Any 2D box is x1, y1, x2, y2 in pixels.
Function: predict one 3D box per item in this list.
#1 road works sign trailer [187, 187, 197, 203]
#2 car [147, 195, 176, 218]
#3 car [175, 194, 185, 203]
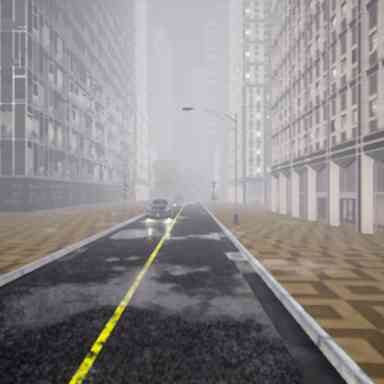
[{"bbox_3d":[-0.021,0.645,74.735,2.380,3.560,2.880,0,0,0],"label":"road works sign trailer"},{"bbox_3d":[-2.855,1.395,30.324,2.097,1.767,4.553,0,0,0],"label":"car"},{"bbox_3d":[-2.770,1.379,71.452,2.150,2.045,5.566,0,0,0],"label":"car"}]
